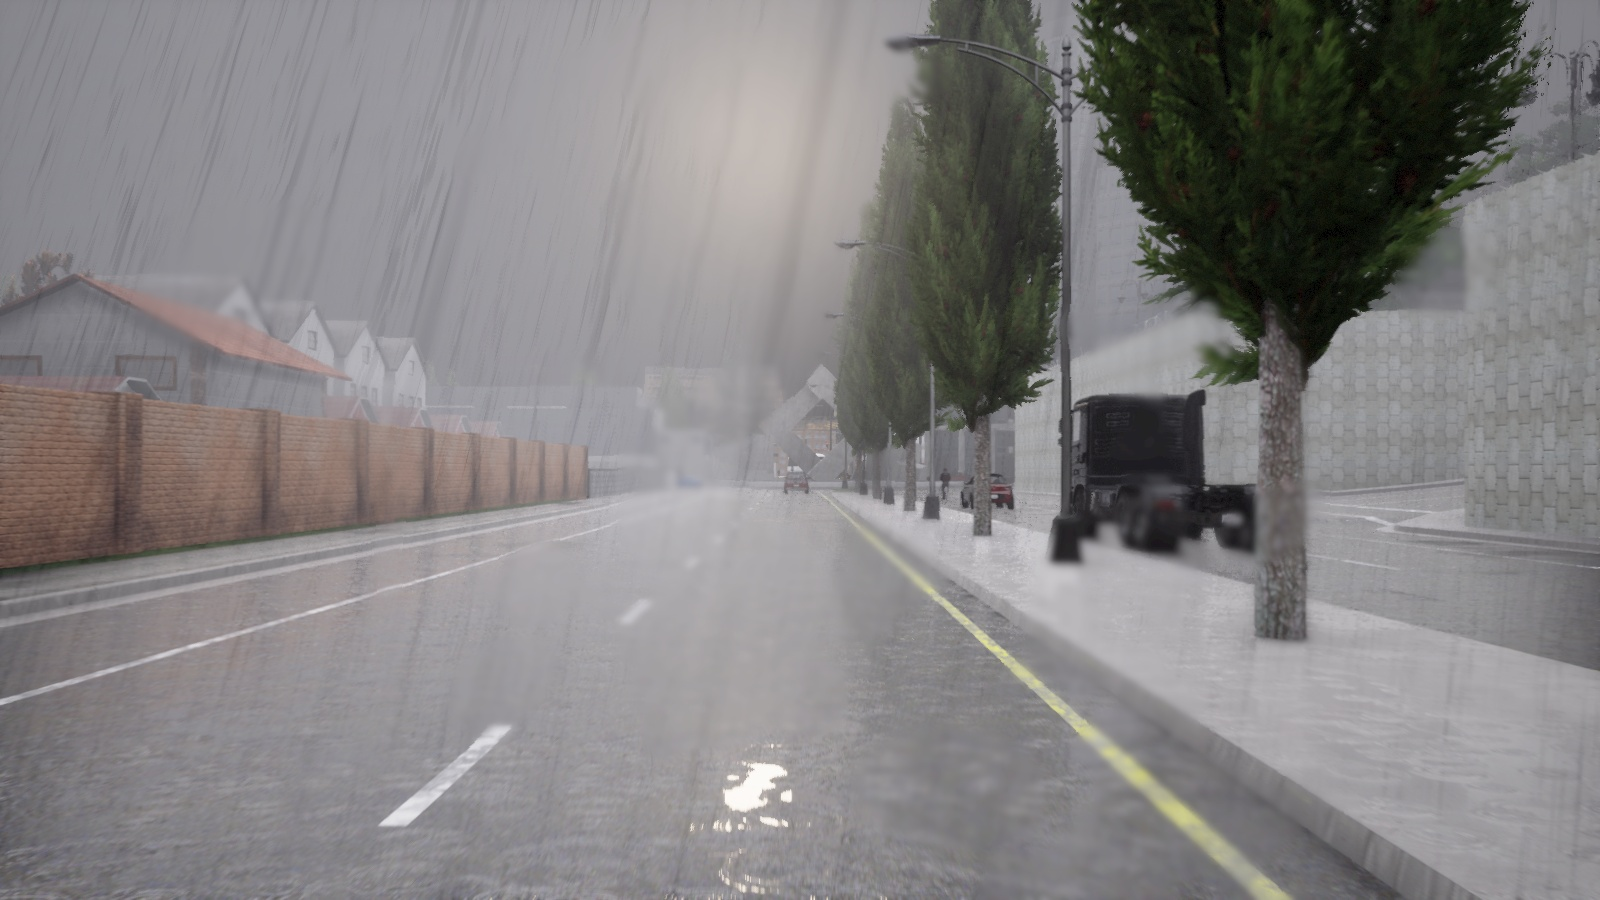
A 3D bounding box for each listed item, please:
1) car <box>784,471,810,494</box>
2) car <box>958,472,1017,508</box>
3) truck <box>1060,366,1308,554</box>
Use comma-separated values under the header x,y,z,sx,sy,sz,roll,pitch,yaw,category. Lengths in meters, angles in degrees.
x,y,z,sx,sy,sz,roll,pitch,yaw,category
-0.230,2.246,86.723,1.789,1.549,3.705,0,-1,-1,car
7.868,1.675,53.019,1.816,1.474,4.193,0,-1,0,car
7.930,0.256,27.191,2.891,3.462,7.936,0,-1,0,truck
